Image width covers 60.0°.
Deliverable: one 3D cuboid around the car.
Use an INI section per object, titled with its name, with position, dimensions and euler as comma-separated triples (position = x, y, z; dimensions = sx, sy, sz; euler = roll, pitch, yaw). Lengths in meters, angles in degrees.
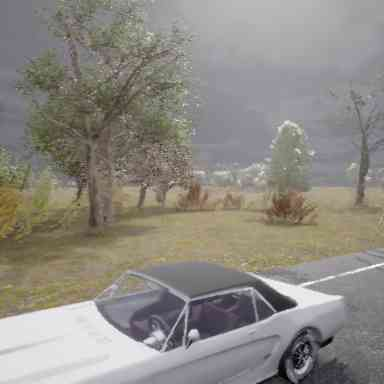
[car]
position = -0.331, 1.603, 3.824
dimensions = 4.718, 1.301, 1.895
euler = 0, 0, -36
